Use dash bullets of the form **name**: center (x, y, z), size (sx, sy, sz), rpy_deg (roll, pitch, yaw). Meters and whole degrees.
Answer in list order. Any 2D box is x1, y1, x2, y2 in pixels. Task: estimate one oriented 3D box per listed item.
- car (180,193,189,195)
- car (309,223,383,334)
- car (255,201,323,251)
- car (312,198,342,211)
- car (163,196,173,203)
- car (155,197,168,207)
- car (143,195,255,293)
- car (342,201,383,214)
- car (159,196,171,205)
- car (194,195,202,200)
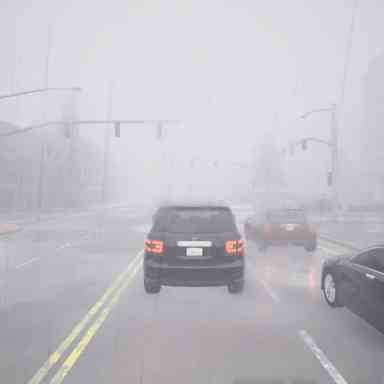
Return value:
- **car**: center (-1.779, 1.496, 80.204), size (1.837, 1.490, 4.892), rpy_deg (0, 0, -1)
- **car**: center (3.608, 1.505, 5.065), size (1.837, 1.490, 4.892), rpy_deg (0, 0, 0)
- **car**: center (3.537, 1.352, 14.147), size (2.097, 1.767, 4.553), rpy_deg (0, 0, 0)
- **car**: center (14.443, 1.505, 37.545), size (4.892, 1.490, 1.837), rpy_deg (0, 0, -2)
- **car**: center (-5.065, 1.552, 71.198), size (1.994, 1.385, 4.181), rpy_deg (0, 0, -1)
- **car**: center (-4.694, 1.526, 51.927), size (1.812, 1.442, 4.674), rpy_deg (0, 0, -1)
- **car**: center (0.055, 1.221, 8.969), size (2.150, 2.045, 5.566), rpy_deg (0, 0, 0)
- **car**: center (18.492, 1.601, 34.152), size (4.718, 1.301, 1.895), rpy_deg (0, 0, -2)
- **car**: center (-4.892, 1.477, 61.317), size (1.882, 1.535, 5.008), rpy_deg (0, 0, -1)
- **car**: center (1.479, 1.552, 90.349), size (1.994, 1.385, 4.181), rpy_deg (0, 0, -1)
